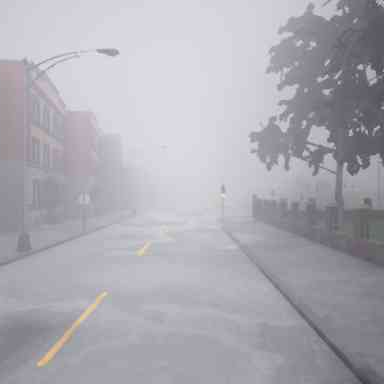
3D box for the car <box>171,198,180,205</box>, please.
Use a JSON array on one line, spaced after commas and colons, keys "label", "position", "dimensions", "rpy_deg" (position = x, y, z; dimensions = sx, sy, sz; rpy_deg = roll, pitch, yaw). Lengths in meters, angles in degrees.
[{"label": "car", "position": [-3.978, 2.332, 79.872], "dimensions": [2.097, 1.767, 4.553], "rpy_deg": [0, -1, 0]}]
